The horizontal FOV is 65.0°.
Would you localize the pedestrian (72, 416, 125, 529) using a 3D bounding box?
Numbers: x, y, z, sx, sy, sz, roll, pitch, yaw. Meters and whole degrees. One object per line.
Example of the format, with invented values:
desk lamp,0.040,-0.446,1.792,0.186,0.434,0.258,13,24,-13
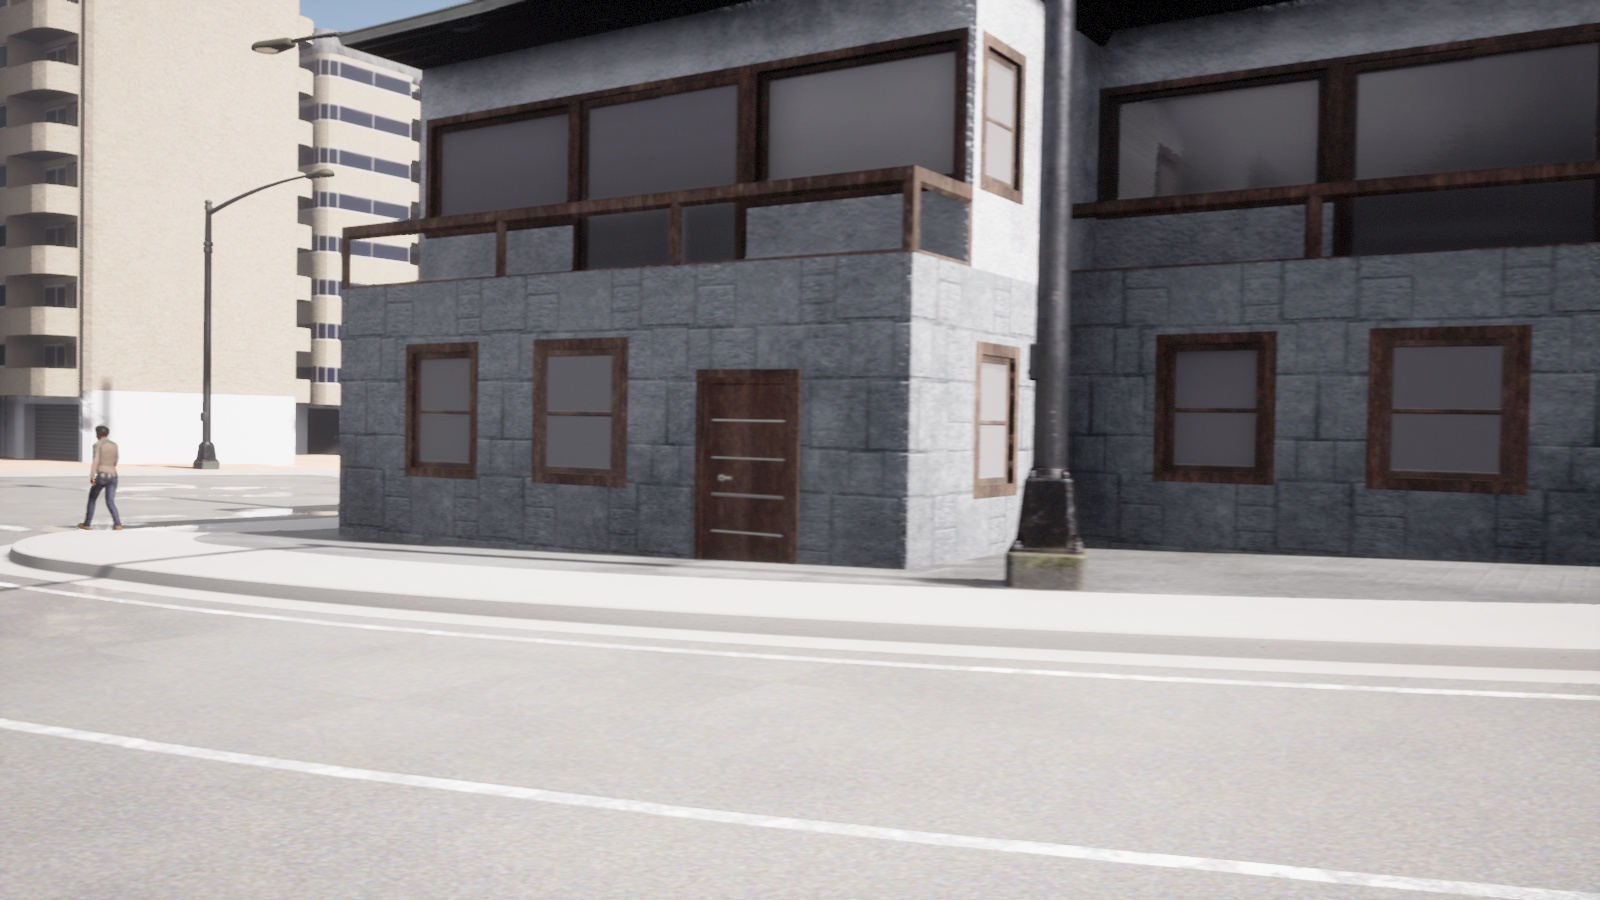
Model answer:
pedestrian,-11.522,0.355,20.620,0.869,1.805,0.328,2,1,28
